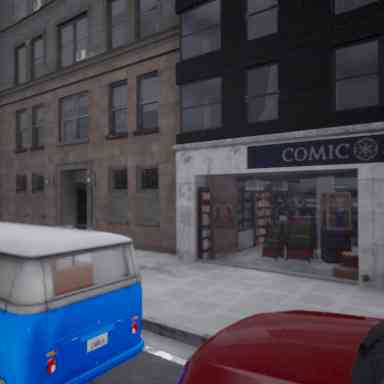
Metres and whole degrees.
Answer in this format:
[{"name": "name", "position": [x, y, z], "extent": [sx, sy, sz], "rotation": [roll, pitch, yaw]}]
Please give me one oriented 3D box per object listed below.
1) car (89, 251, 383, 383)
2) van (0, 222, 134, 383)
[{"name": "car", "position": [2.113, 1.310, 1.301], "extent": [5.009, 1.841, 2.192], "rotation": [0, 0, 36]}, {"name": "van", "position": [-2.506, 1.362, 4.605], "extent": [3.998, 1.788, 1.690], "rotation": [0, 0, 36]}]
